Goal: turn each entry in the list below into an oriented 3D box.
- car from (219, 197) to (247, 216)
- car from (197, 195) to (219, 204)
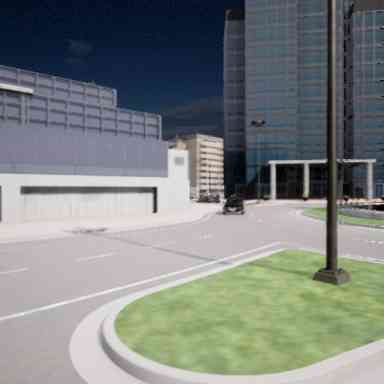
[{"bbox_3d":[3.859,1.244,29.799,1.837,1.490,4.892,0,0,13],"label":"car"},{"bbox_3d":[2.609,1.130,50.906,1.994,1.385,4.181,0,1,-32],"label":"car"}]
